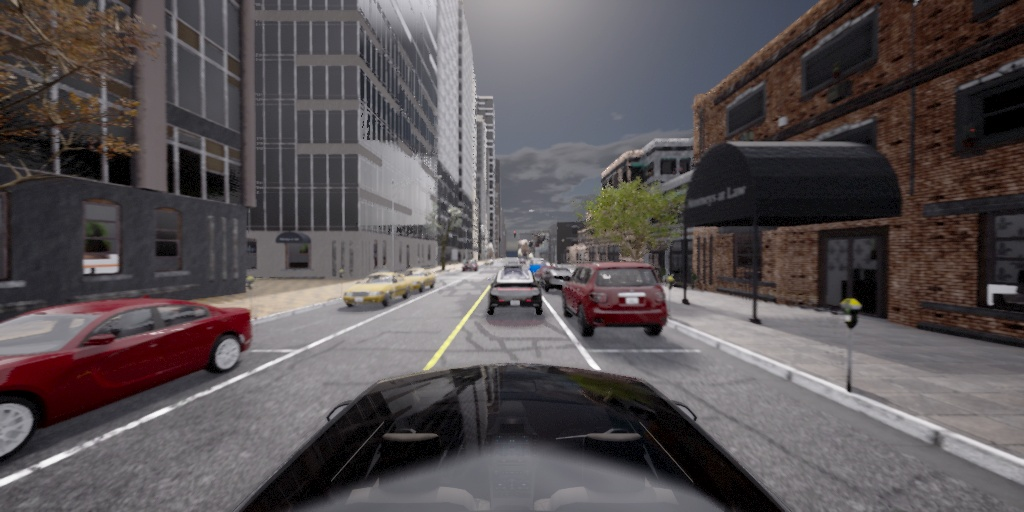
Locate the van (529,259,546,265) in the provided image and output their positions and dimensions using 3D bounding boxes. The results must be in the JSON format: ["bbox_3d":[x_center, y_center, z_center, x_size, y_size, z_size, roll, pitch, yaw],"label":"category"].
[{"bbox_3d":[2.695,1.170,38.042,1.690,1.789,3.998,0,0,0],"label":"van"}]

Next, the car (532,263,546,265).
[{"bbox_3d":[2.693,1.387,26.973,1.802,1.307,4.207,0,0,0],"label":"car"}]

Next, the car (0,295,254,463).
[{"bbox_3d":[-5.691,1.302,4.847,1.888,1.381,4.507,0,0,0],"label":"car"}]

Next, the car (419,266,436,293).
[{"bbox_3d":[-5.689,1.318,21.282,1.751,1.417,4.829,0,0,0],"label":"car"}]

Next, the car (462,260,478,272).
[{"bbox_3d":[-5.684,1.293,49.127,1.967,1.591,4.097,0,0,0],"label":"car"}]

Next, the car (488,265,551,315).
[{"bbox_3d":[0.102,1.269,13.753,2.128,1.511,4.902,0,0,0],"label":"car"}]

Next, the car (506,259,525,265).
[{"bbox_3d":[0.106,1.330,36.340,1.837,1.490,4.892,0,0,0],"label":"car"}]

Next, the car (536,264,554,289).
[{"bbox_3d":[2.692,1.359,21.438,1.948,1.339,4.313,0,0,0],"label":"car"}]

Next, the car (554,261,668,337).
[{"bbox_3d":[2.691,1.084,10.370,2.192,1.841,5.009,0,0,0],"label":"car"}]

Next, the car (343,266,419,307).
[{"bbox_3d":[-5.690,1.306,15.747,1.751,1.417,4.829,0,0,0],"label":"car"}]
